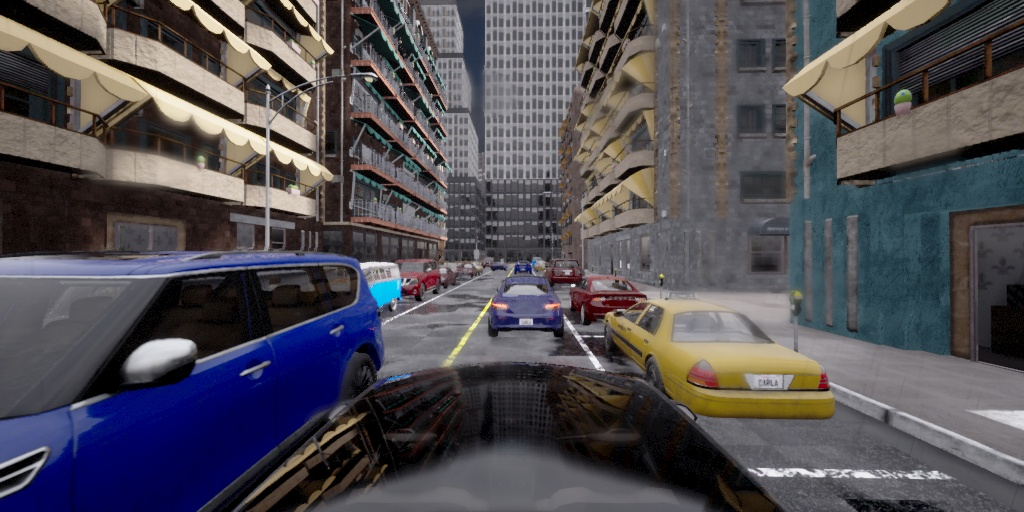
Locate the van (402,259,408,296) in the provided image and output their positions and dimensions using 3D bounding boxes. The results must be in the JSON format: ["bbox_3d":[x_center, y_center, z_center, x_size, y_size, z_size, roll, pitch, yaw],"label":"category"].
[{"bbox_3d":[-4.981,1.093,11.742,1.690,1.789,3.998,0,0,2],"label":"van"}]

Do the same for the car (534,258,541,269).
[{"bbox_3d":[3.861,1.294,45.517,1.751,1.417,4.829,0,0,2],"label":"car"}]

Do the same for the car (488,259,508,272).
[{"bbox_3d":[-1.547,1.369,45.420,1.895,1.301,4.718,0,0,2],"label":"car"}]

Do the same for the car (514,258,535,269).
[{"bbox_3d":[1.230,1.242,39.877,1.882,1.535,5.008,0,0,2],"label":"car"}]

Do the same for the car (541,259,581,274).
[{"bbox_3d":[3.216,1.071,22.795,2.192,1.841,5.009,0,0,2],"label":"car"}]

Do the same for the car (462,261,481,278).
[{"bbox_3d":[-4.341,1.343,34.294,1.802,1.307,4.207,0,0,2],"label":"car"}]

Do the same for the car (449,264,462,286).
[{"bbox_3d":[-4.661,1.338,23.018,1.802,1.307,4.207,0,0,2],"label":"car"}]

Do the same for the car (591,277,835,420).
[{"bbox_3d":[2.741,1.276,6.051,1.751,1.417,4.829,0,0,2],"label":"car"}]

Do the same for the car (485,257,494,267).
[{"bbox_3d":[-3.701,1.092,56.847,2.192,1.841,5.009,0,0,2],"label":"car"}]

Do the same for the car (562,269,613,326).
[{"bbox_3d":[2.896,1.297,11.519,1.888,1.381,4.507,0,0,2],"label":"car"}]

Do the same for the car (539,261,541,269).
[{"bbox_3d":[3.381,1.284,28.603,1.751,1.417,4.829,0,0,2],"label":"car"}]

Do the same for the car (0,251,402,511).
[{"bbox_3d":[-2.788,0.972,2.568,2.150,2.045,5.566,0,0,1],"label":"car"}]

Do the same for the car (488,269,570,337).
[{"bbox_3d":[0.386,1.277,10.147,1.812,1.442,4.674,0,0,2],"label":"car"}]

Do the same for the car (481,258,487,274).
[{"bbox_3d":[-4.186,1.289,39.763,1.751,1.417,4.829,0,0,2],"label":"car"}]

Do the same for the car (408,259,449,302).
[{"bbox_3d":[-4.821,1.068,17.380,2.192,1.841,5.009,0,0,2],"label":"car"}]
